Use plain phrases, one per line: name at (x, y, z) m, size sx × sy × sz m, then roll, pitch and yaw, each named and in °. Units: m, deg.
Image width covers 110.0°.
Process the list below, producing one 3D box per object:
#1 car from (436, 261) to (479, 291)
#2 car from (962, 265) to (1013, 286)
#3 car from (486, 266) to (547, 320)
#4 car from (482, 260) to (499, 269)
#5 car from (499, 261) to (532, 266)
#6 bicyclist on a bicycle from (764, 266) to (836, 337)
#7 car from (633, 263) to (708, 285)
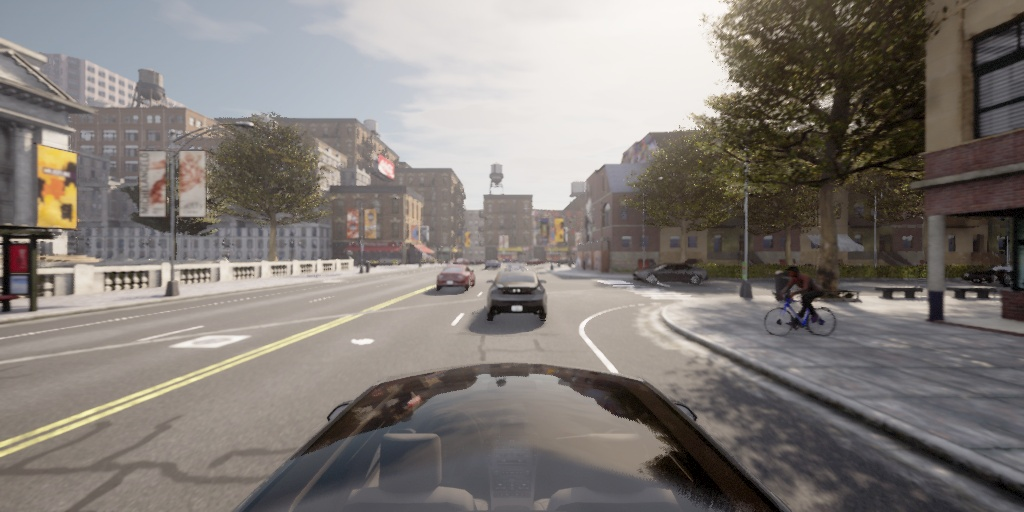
car at (-3.290, 1.246, 21.409) m, size 1.812 × 1.442 × 4.674 m, roll 0°, pitch 0°, yaw 0°
car at (35.070, 1.311, 24.979) m, size 5.357 × 1.411 × 2.033 m, roll 0°, pitch 0°, yaw 1°
car at (0.157, 1.239, 12.501) m, size 1.837 × 1.490 × 4.892 m, roll 0°, pitch 0°, yaw 0°
car at (-2.690, 1.281, 52.042) m, size 1.895 × 1.301 × 4.718 m, roll 0°, pitch 0°, yaw 6°
car at (0.253, 1.263, 28.200) m, size 2.033 × 1.411 × 5.357 m, roll 0°, pitch 0°, yaw 0°
bicyclist on a bicycle at (6.564, 1.050, 8.171) m, size 1.656 × 1.620 × 0.582 m, roll 0°, pitch 0°, yaw 0°
car at (11.076, 1.238, 25.216) m, size 4.892 × 1.490 × 1.837 m, roll 0°, pitch 0°, yaw 4°
